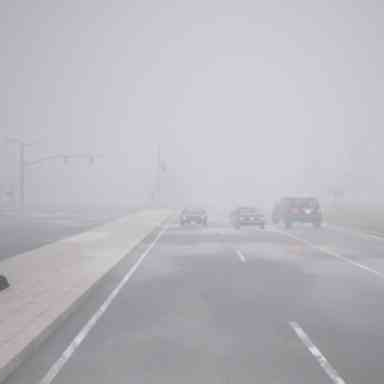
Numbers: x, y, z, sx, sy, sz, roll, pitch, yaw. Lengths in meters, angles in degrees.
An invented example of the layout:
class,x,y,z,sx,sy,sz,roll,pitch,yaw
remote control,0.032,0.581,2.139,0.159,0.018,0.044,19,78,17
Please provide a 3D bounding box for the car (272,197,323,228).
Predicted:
class,x,y,z,sx,sy,sz,roll,pitch,yaw
car,7.108,1.332,22.998,2.150,2.045,5.566,0,0,0

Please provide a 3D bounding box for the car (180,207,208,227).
class,x,y,z,sx,sy,sz,roll,pitch,yaw
car,0.108,1.715,23.946,1.895,1.301,4.718,0,0,0

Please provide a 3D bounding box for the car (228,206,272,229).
class,x,y,z,sx,sy,sz,roll,pitch,yaw
car,3.607,1.655,22.427,2.033,1.411,5.357,0,0,0
